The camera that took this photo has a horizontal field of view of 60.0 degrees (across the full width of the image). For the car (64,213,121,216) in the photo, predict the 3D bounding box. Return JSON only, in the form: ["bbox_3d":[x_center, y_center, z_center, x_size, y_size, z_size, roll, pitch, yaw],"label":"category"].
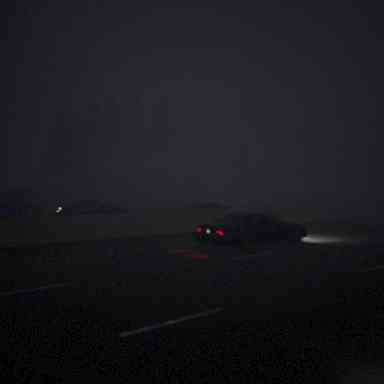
[{"bbox_3d":[-6.768,1.545,24.947,4.674,1.442,1.812,0,0,-35],"label":"car"}]

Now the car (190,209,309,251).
[{"bbox_3d":[2.670,1.571,14.248,5.357,1.411,2.033,0,0,-35],"label":"car"}]

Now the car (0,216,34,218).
[{"bbox_3d":[-15.151,1.484,27.569,5.008,1.535,1.882,0,0,-35],"label":"car"}]
